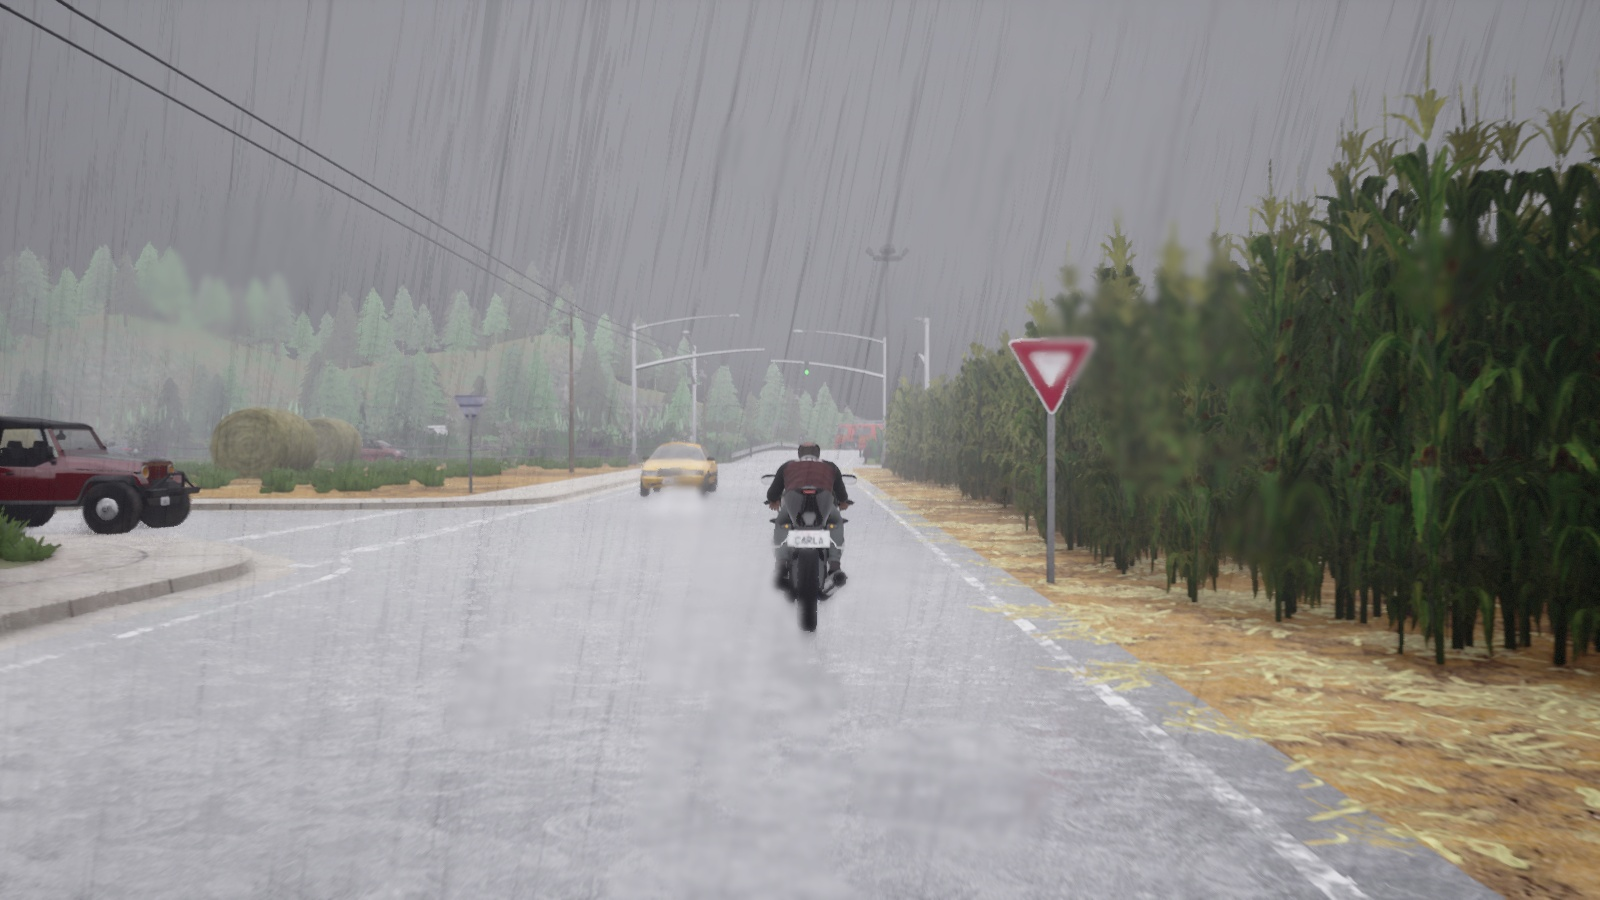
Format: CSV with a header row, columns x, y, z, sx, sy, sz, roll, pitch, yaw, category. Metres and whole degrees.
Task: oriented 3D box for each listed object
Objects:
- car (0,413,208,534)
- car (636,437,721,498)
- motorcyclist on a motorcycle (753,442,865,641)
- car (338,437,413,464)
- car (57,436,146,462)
x,y,z,sx,sy,sz,roll,pitch,yaw,category
-12.007,0.355,20.414,3.866,1.878,1.905,0,0,0,car
-3.288,0.425,34.899,1.801,1.575,5.366,0,0,0,car
0.076,0.702,10.776,0.866,1.530,2.191,0,0,0,motorcyclist on a motorcycle
-26.094,0.018,77.260,3.988,1.617,1.851,0,0,3,car
-45.509,-0.085,81.879,4.611,1.667,2.242,0,0,3,car
